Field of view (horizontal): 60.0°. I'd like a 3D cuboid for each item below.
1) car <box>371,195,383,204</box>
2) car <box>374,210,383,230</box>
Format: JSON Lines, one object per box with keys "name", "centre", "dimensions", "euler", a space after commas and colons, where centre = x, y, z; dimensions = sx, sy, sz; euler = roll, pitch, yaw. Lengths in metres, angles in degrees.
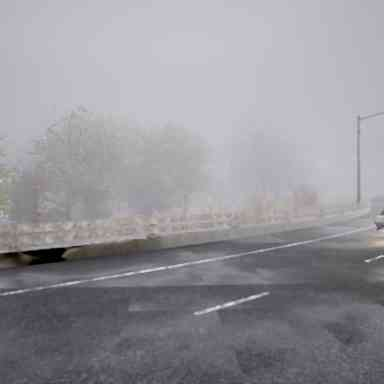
{"name": "car", "centre": [36.976, 1.359, 65.675], "dimensions": [2.097, 1.767, 4.553], "euler": [0, 0, 12]}
{"name": "car", "centre": [12.791, 1.647, 20.442], "dimensions": [1.895, 1.301, 4.718], "euler": [0, 0, 42]}
